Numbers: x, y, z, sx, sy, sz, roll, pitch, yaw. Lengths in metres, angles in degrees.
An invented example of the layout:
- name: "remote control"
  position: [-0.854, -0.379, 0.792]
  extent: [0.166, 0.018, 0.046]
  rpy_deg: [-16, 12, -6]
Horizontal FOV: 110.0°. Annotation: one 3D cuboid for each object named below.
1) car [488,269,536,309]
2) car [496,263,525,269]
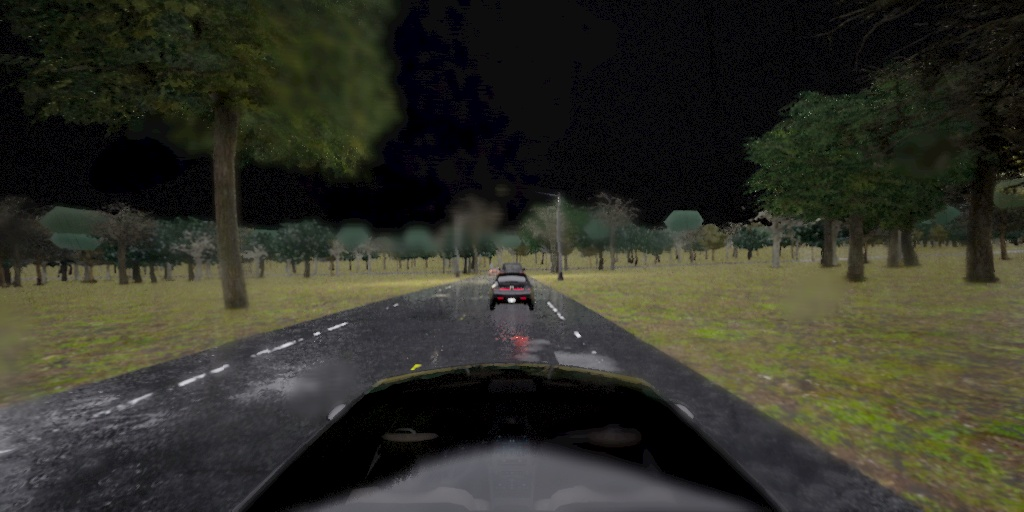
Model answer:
- name: "car"
  position: [-0.003, 1.488, 16.172]
  extent: [1.837, 1.490, 4.892]
  rpy_deg: [0, -1, 0]
- name: "car"
  position: [-0.015, 1.619, 30.927]
  extent: [2.150, 2.045, 5.566]
  rpy_deg: [0, -2, 0]
